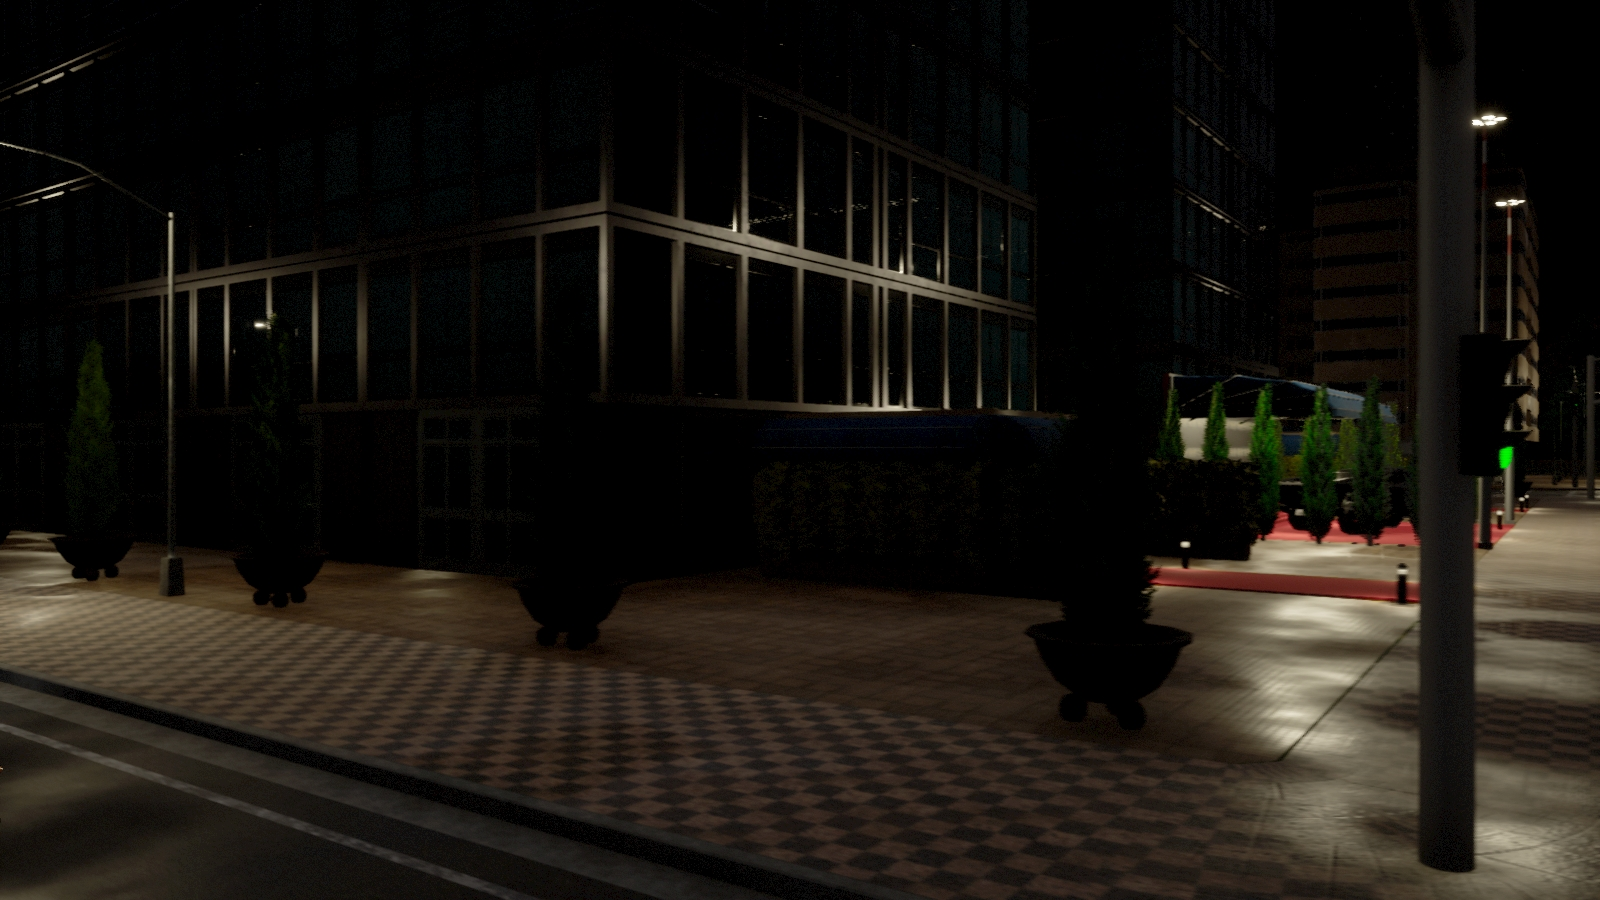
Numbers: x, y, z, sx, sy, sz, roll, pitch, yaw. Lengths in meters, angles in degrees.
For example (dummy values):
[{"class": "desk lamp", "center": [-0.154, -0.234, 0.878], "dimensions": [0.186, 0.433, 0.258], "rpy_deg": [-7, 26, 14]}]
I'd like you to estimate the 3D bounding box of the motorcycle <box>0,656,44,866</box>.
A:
[{"class": "motorcycle", "center": [-6.422, 2.156, 8.281], "dimensions": [2.356, 1.307, 0.764], "rpy_deg": [0, 0, 35]}]
